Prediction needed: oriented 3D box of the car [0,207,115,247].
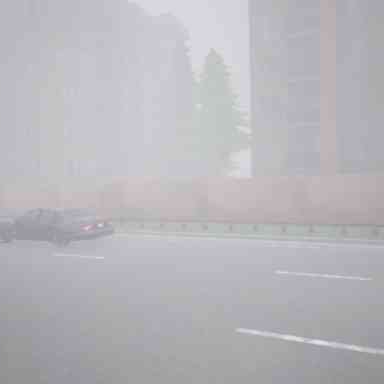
[{"bbox_3d":[-5.780,1.343,13.620,5.357,1.411,2.033,-1,2,23],"label":"car"}]
